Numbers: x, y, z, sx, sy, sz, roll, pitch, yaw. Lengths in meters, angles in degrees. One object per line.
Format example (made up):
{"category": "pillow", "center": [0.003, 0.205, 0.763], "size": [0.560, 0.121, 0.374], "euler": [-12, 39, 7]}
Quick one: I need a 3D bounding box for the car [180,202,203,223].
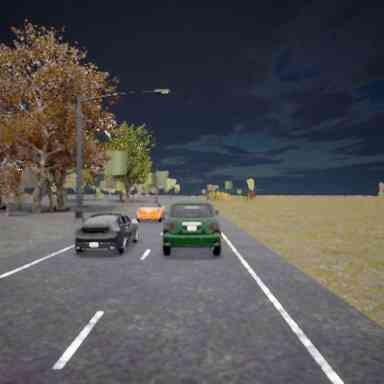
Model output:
{"category": "car", "center": [-0.004, 1.756, 29.473], "size": [1.882, 1.535, 5.008], "euler": [0, 0, 0]}

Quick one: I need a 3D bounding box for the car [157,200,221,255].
{"category": "car", "center": [-0.005, 1.349, 14.000], "size": [2.150, 2.045, 5.566], "euler": [0, 0, 0]}

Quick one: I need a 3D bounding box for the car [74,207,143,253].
{"category": "car", "center": [-3.500, 1.644, 14.288], "size": [1.837, 1.490, 4.892], "euler": [0, 0, 0]}

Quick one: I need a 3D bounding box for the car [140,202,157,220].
{"category": "car", "center": [-3.507, 1.624, 29.081], "size": [2.097, 1.767, 4.553], "euler": [0, -1, 0]}

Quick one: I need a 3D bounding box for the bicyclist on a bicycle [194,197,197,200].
{"category": "bicyclist on a bicycle", "center": [0.925, 2.335, 94.704], "size": [0.866, 1.612, 1.509], "euler": [0, -1, 0]}
